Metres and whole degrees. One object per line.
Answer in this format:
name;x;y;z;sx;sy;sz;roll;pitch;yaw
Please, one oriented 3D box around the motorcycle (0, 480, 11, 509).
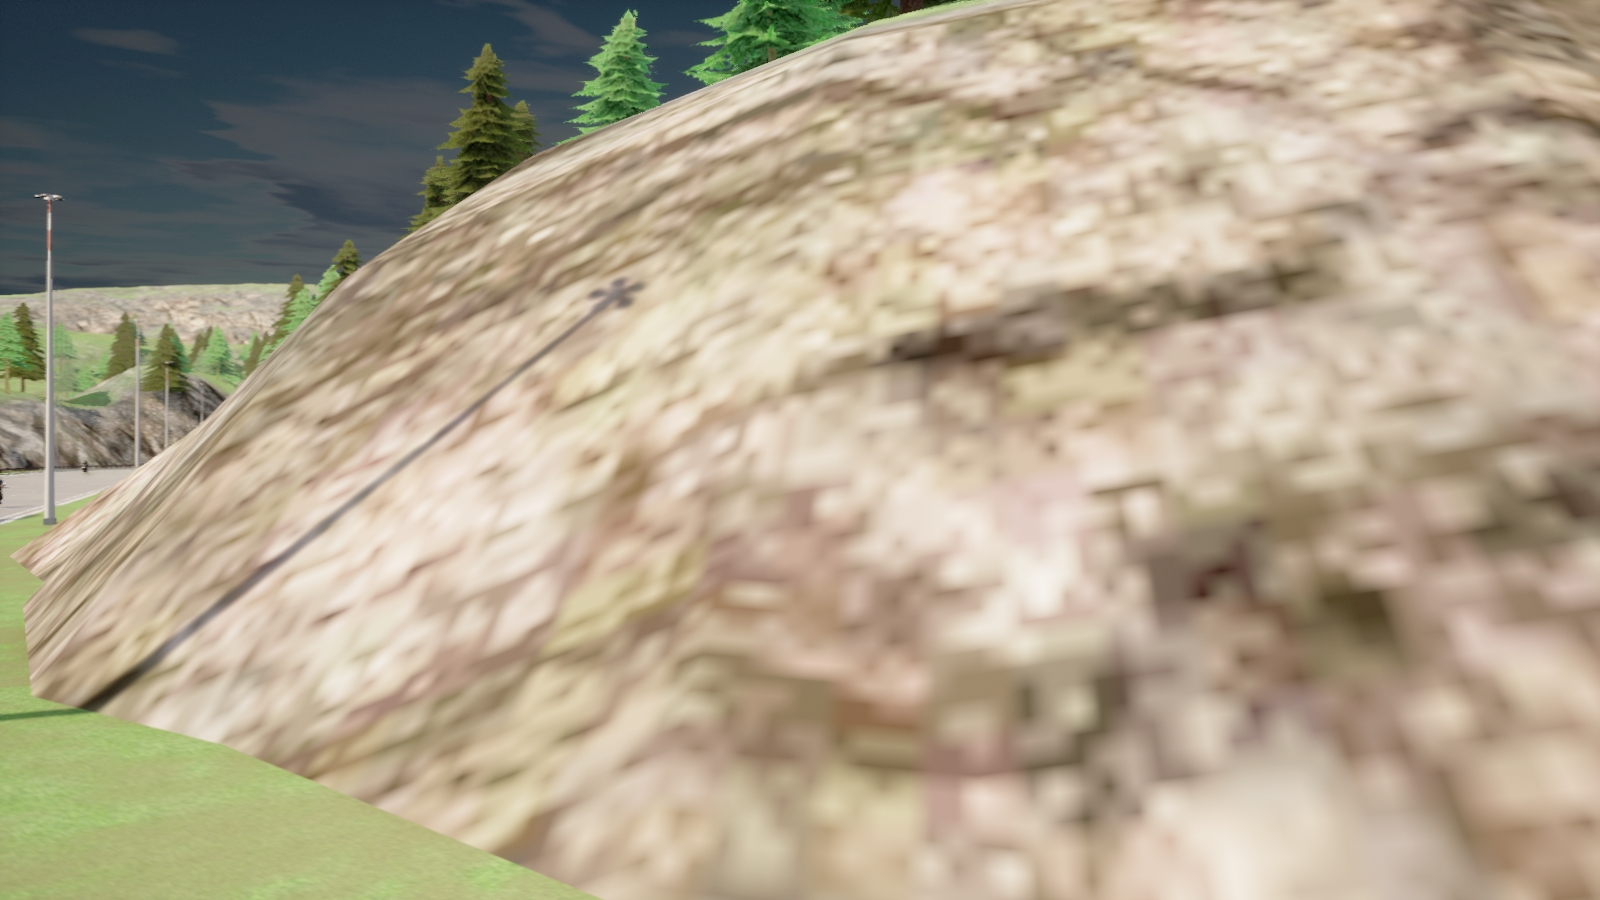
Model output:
motorcycle;-38.807;2.141;55.242;0.856;1.316;1.805;0;0;-26
